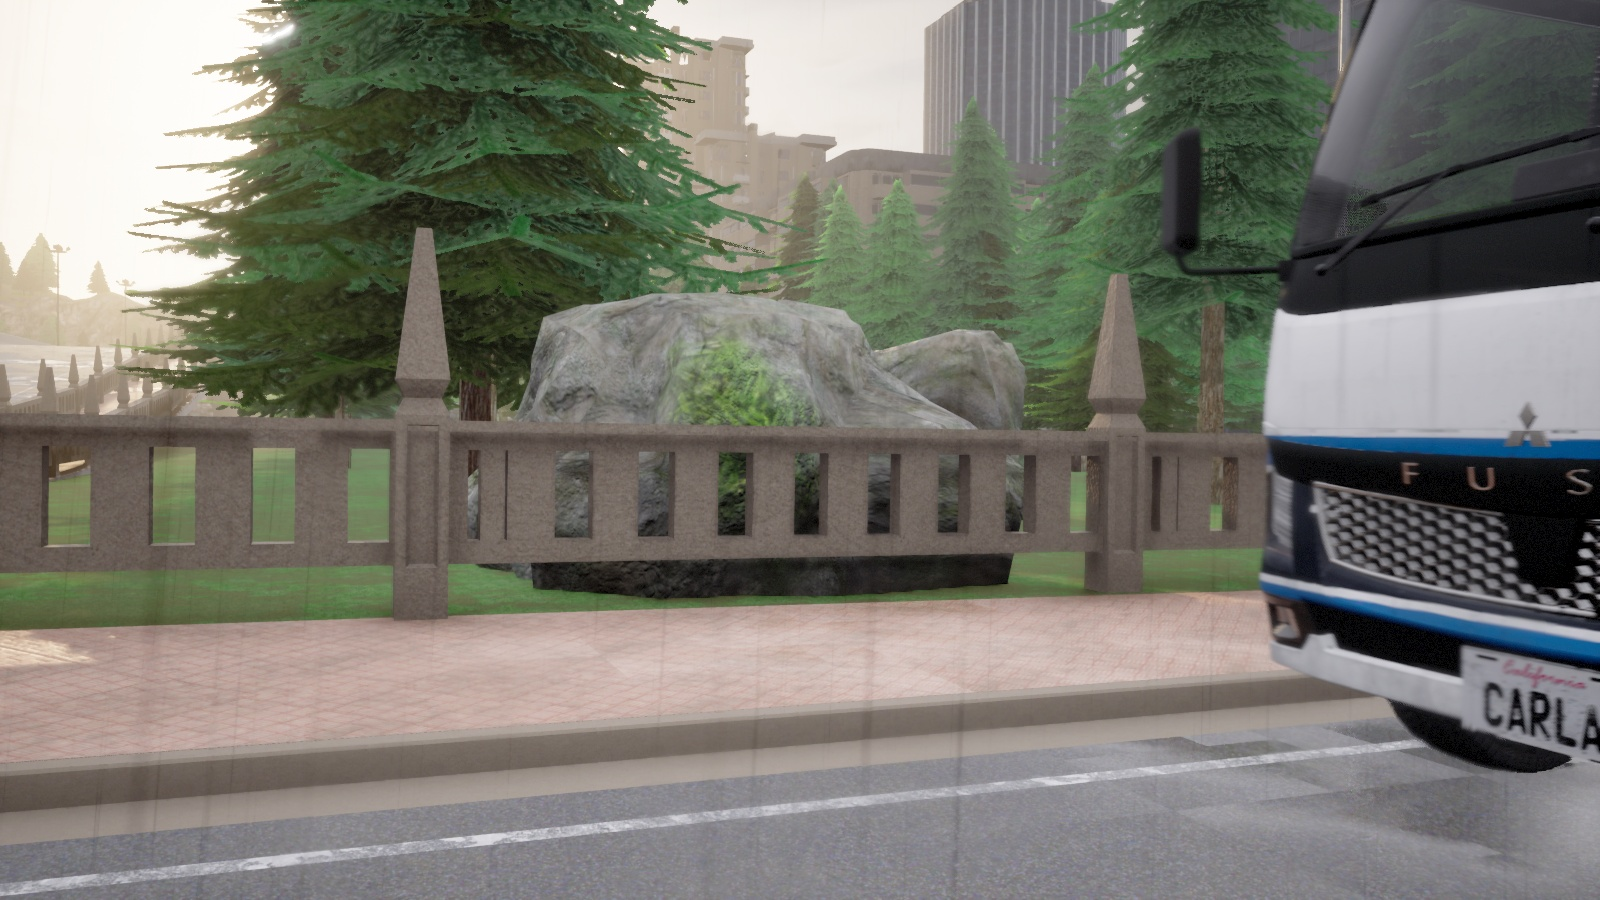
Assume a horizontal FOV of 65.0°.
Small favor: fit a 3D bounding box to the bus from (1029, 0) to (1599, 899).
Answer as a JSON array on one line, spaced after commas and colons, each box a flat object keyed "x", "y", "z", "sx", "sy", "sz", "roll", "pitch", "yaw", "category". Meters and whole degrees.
[{"x": 6.557, "y": -0.742, "z": 5.711, "sx": 10.273, "sy": 4.253, "sz": 3.944, "roll": -1, "pitch": 1, "yaw": -21, "category": "bus"}]
